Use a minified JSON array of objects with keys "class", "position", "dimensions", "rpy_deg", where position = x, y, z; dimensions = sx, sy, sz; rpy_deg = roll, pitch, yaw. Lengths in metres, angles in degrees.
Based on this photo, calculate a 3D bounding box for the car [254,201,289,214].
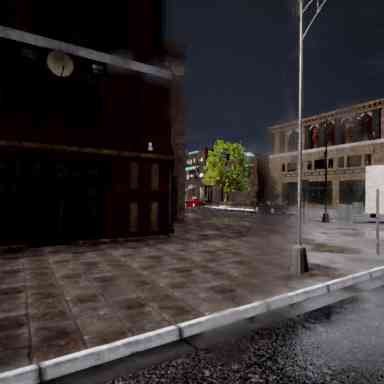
[{"class":"car","position":[8.499,1.624,35.983],"dimensions":[2.008,1.369,4.403],"rpy_deg":[1,-1,-27]}]

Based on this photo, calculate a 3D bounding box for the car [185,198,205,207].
[{"class":"car","position":[0.421,1.621,51.459],"dimensions":[1.887,1.381,4.507],"rpy_deg":[1,-1,-27]}]
